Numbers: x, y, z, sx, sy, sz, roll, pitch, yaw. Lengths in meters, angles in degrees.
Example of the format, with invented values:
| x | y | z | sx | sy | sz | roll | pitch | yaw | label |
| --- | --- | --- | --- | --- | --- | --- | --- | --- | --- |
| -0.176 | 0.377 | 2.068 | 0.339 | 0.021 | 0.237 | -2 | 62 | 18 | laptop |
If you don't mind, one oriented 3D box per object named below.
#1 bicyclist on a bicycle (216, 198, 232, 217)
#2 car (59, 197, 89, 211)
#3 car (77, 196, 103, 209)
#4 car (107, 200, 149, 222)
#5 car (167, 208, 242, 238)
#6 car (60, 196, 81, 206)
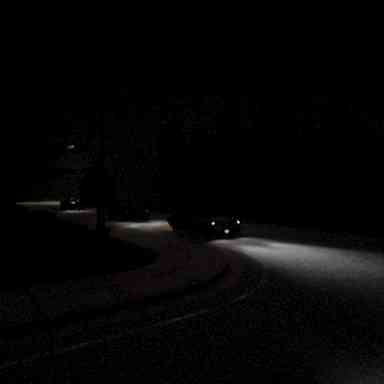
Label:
| x | y | z | sx | sy | sz | roll | pitch | yaw | label |
| --- | --- | --- | --- | --- | --- | --- | --- | --- | --- |
| 2.728 | 1.269 | 27.538 | 1.656 | 1.620 | 0.582 | 22 | -27 | -26 | bicyclist on a bicycle |
| -14.501 | 1.471 | 39.961 | 2.033 | 1.411 | 5.357 | 0 | 0 | -34 | car |
| -14.087 | 1.398 | 45.790 | 2.128 | 1.511 | 4.902 | 0 | 0 | -34 | car |
| -5.126 | 1.395 | 26.140 | 1.882 | 1.535 | 5.008 | 0 | 0 | -34 | car |
| 0.512 | 1.520 | 17.390 | 1.895 | 1.301 | 4.718 | 0 | 0 | -31 | car |
| -19.891 | 1.453 | 54.202 | 2.033 | 1.411 | 5.357 | 0 | 0 | -34 | car |
